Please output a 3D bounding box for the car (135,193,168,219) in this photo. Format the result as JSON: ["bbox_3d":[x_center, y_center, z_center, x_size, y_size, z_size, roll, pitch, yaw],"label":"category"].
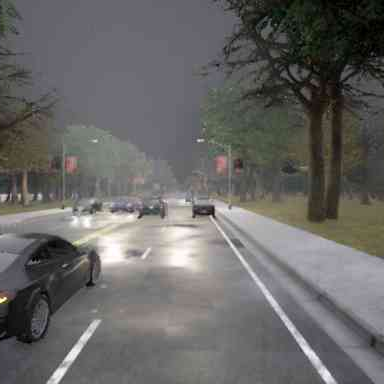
[{"bbox_3d":[-3.182,1.223,28.106,2.097,1.767,4.553,0,0,0],"label":"car"}]

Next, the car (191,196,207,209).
[{"bbox_3d":[0.868,1.308,44.095,1.882,1.535,5.008,0,0,0],"label":"car"}]

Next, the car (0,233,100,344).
[{"bbox_3d":[-3.152,1.491,6.225,1.812,1.442,4.674,0,0,0],"label":"car"}]

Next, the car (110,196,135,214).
[{"bbox_3d":[-6.644,1.208,32.929,2.097,1.767,4.553,0,0,0],"label":"car"}]

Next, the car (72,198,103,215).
[{"bbox_3d":[-9.890,1.350,31.854,2.128,1.511,4.902,0,0,0],"label":"car"}]

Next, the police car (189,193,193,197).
[{"bbox_3d":[0.902,1.268,38.197,1.930,1.638,5.238,0,0,0],"label":"police car"}]

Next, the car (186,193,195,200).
[{"bbox_3d":[-0.450,1.028,79.716,2.097,1.767,4.553,0,0,-1],"label":"car"}]

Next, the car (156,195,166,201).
[{"bbox_3d":[-6.898,1.264,75.318,1.895,1.301,4.718,0,0,-1],"label":"car"}]

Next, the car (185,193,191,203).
[{"bbox_3d":[-0.267,1.362,63.780,1.994,1.385,4.181,0,0,-1],"label":"car"}]

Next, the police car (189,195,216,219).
[{"bbox_3d":[0.945,1.296,28.185,1.930,1.638,5.238,0,0,0],"label":"police car"}]
